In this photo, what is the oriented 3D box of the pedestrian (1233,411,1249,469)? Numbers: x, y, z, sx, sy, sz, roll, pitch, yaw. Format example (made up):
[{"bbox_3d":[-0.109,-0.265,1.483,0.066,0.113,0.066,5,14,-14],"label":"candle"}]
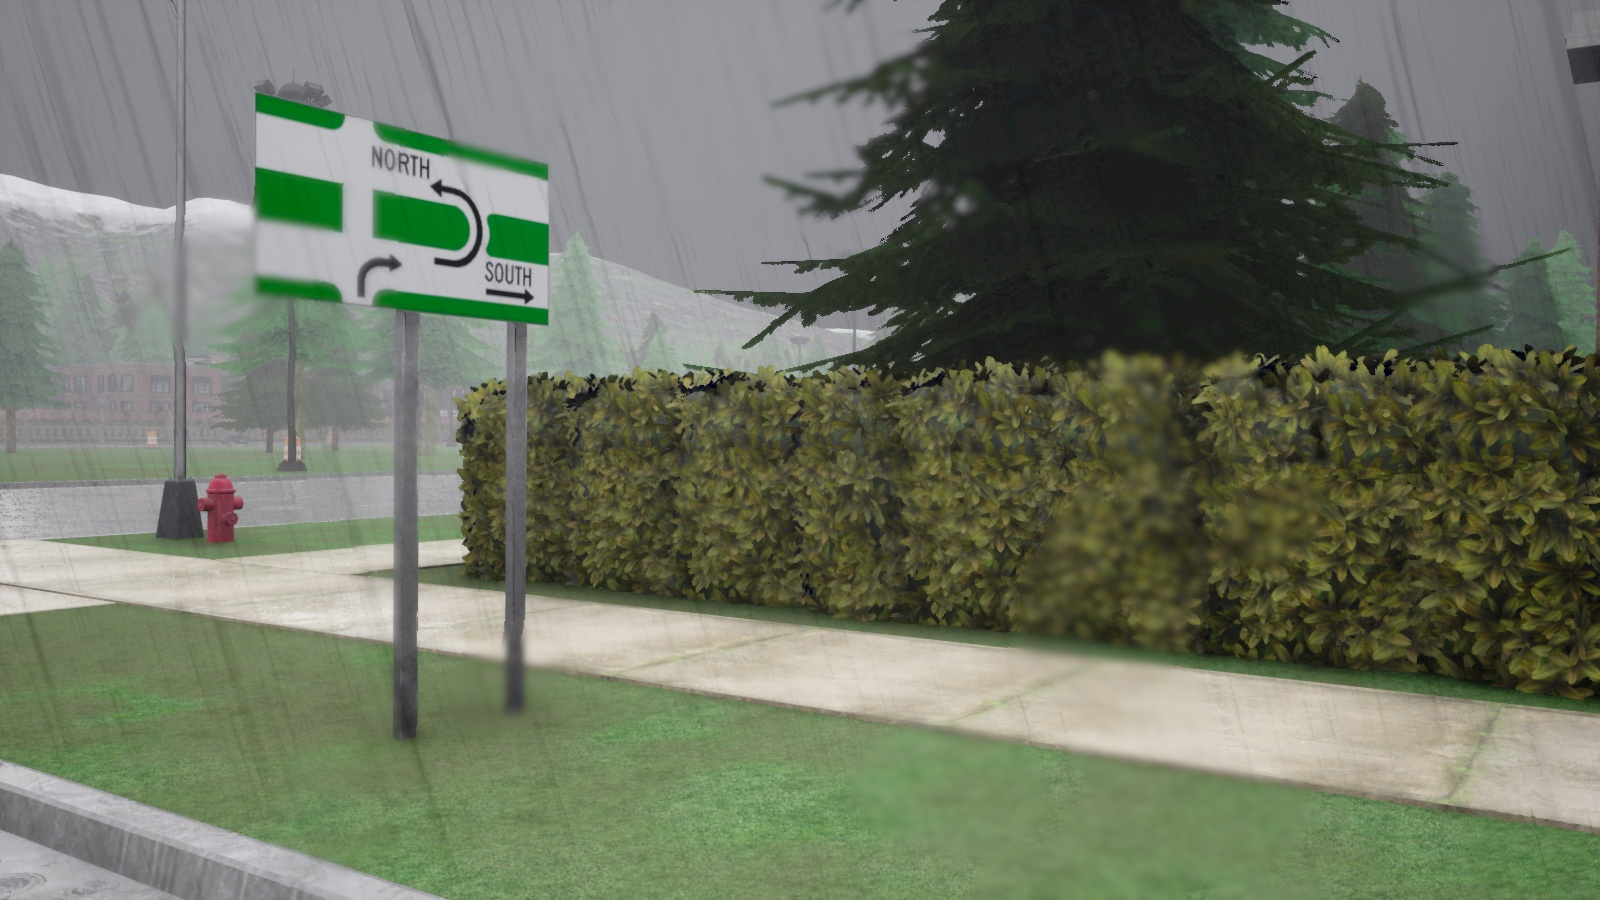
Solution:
[{"bbox_3d":[14.255,-0.323,40.566,0.345,1.836,0.594,0,1,34],"label":"pedestrian"}]
